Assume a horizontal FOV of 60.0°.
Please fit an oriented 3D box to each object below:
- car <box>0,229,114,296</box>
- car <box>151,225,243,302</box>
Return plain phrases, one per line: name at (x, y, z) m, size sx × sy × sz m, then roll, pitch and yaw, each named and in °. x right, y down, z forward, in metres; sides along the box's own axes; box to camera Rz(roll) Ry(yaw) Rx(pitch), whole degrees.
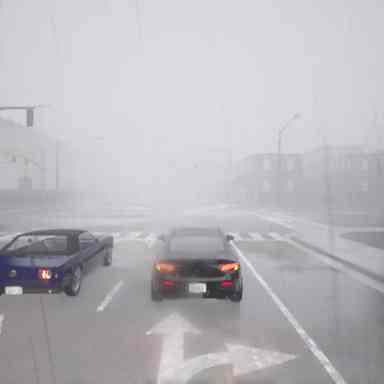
car at (-3.398, 1.600, 8.591) m, size 1.895 × 1.301 × 4.718 m, roll 0°, pitch 0°, yaw 0°
car at (0.100, 1.525, 8.158) m, size 1.812 × 1.442 × 4.674 m, roll 0°, pitch 0°, yaw 0°
